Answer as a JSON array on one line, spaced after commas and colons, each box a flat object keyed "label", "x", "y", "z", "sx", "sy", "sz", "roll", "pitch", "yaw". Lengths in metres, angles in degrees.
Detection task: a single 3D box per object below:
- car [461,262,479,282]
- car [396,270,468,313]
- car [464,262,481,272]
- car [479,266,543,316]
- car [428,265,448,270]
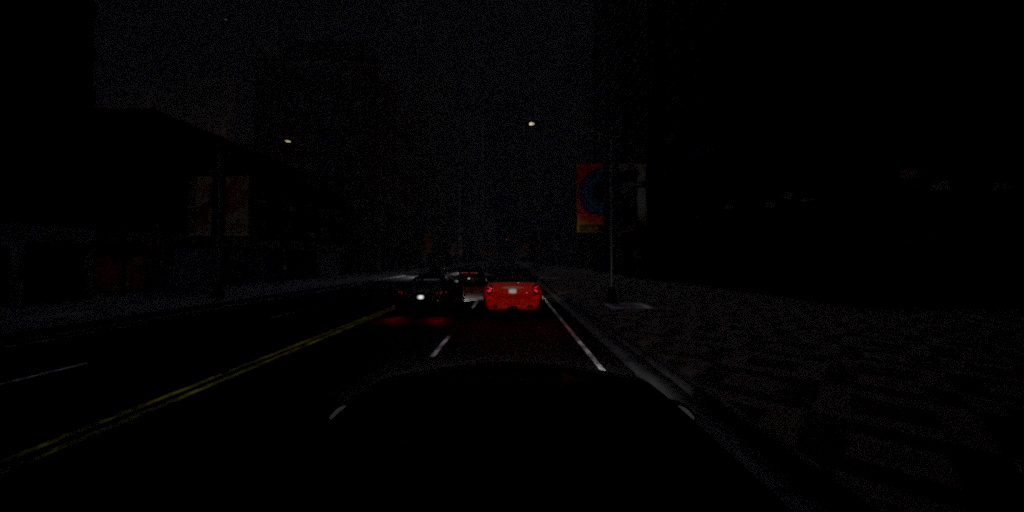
[{"label": "car", "x": -3.207, "y": 1.504, "z": 29.262, "sx": 2.128, "sy": 1.511, "sz": 4.902, "roll": 0, "pitch": 0, "yaw": 1}, {"label": "car", "x": -3.202, "y": 1.439, "z": 14.676, "sx": 1.994, "sy": 1.385, "sz": 4.181, "roll": 0, "pitch": 0, "yaw": 1}, {"label": "car", "x": -6.538, "y": 1.792, "z": 59.959, "sx": 2.128, "sy": 1.511, "sz": 4.902, "roll": 0, "pitch": -1, "yaw": 1}, {"label": "car", "x": 0.045, "y": 1.221, "z": 14.190, "sx": 2.097, "sy": 1.767, "sz": 4.553, "roll": 0, "pitch": -1, "yaw": 1}, {"label": "car", "x": -9.845, "y": 1.788, "z": 47.915, "sx": 1.895, "sy": 1.301, "sz": 4.718, "roll": 0, "pitch": -1, "yaw": 0}]
